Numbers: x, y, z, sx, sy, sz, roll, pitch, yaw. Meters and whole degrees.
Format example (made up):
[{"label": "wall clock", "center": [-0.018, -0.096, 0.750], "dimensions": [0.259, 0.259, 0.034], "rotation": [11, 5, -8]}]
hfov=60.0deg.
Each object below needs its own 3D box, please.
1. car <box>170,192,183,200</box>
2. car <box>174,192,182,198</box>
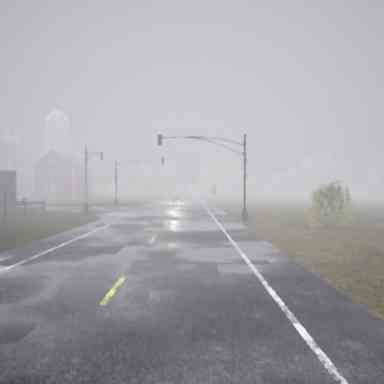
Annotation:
[{"label": "car", "center": [-3.514, 0.914, 68.896], "dimensions": [1.882, 1.535, 5.008], "rotation": [0, 1, 0]}, {"label": "car", "center": [-3.518, 0.710, 87.227], "dimensions": [1.882, 1.535, 5.008], "rotation": [0, 1, 0]}]
